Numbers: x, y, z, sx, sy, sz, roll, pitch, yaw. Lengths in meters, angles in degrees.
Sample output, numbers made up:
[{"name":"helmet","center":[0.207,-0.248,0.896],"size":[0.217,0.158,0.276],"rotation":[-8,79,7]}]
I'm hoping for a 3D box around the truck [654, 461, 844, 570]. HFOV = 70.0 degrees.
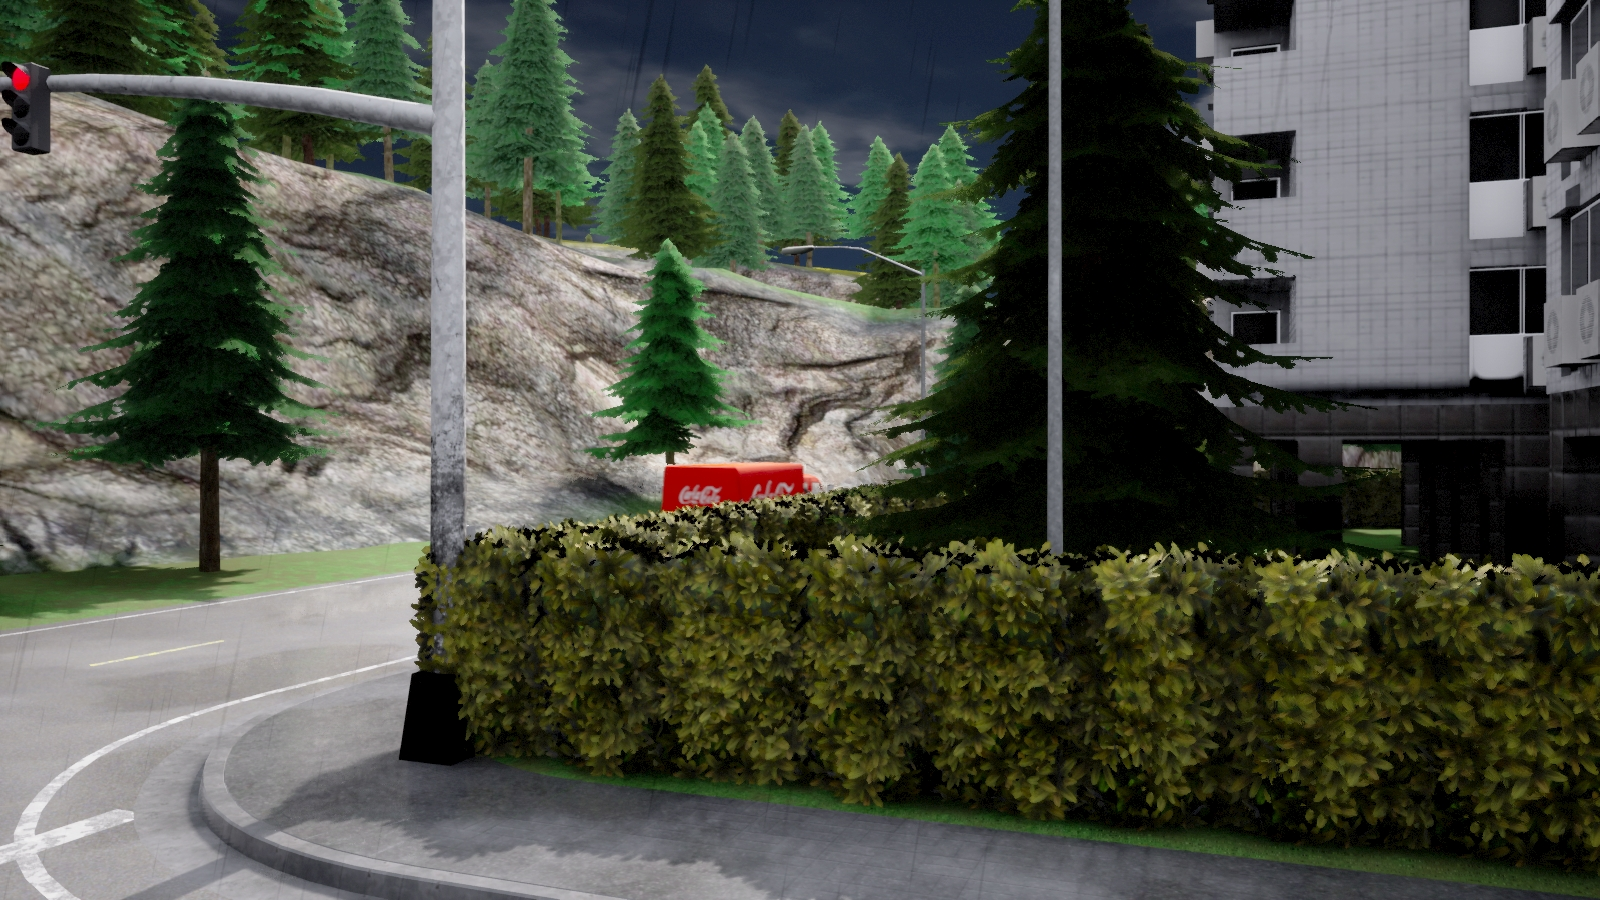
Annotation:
[{"name":"truck","center":[-1.180,1.548,29.460],"size":[2.627,2.467,5.204],"rotation":[0,0,28]}]
